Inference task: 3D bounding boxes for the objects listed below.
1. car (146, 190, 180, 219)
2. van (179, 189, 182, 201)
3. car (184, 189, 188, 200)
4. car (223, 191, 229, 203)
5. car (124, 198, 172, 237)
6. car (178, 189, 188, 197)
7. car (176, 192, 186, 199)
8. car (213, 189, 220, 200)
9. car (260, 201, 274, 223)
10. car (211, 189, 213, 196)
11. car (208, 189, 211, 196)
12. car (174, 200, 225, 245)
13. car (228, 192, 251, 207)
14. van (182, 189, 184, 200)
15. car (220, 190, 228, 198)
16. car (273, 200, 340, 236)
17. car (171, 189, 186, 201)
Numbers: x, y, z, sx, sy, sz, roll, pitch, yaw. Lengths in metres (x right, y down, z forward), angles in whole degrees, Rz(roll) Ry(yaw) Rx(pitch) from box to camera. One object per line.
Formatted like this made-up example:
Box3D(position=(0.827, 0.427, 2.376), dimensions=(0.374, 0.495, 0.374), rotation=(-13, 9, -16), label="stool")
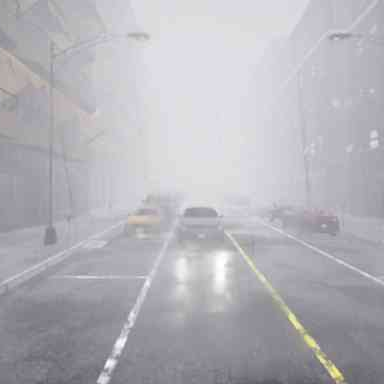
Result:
Box3D(position=(-2.185, 0.976, 22.107), dimensions=(2.192, 1.841, 5.009), rotation=(2, 1, 0), label="car")
Box3D(position=(-2.183, 0.843, 33.165), dimensions=(1.690, 1.788, 3.998), rotation=(2, 1, 0), label="van")
Box3D(position=(-2.179, 0.594, 49.756), dimensions=(2.192, 1.841, 5.009), rotation=(2, 1, 0), label="car")
Box3D(position=(5.694, 0.916, 44.166), dimensions=(1.887, 1.381, 4.507), rotation=(1, 1, 0), label="car")
Box3D(position=(-2.192, 1.271, 16.410), dimensions=(1.752, 1.417, 4.829), rotation=(2, 1, 0), label="car")
Box3D(position=(-2.172, 0.188, 82.936), dimensions=(2.192, 1.841, 5.009), rotation=(1, 1, 0), label="car")
Box3D(position=(-2.181, 0.633, 66.351), dimensions=(1.947, 1.339, 4.313), rotation=(2, 1, 0), label="car")
Box3D(position=(5.670, 0.470, 60.755), dimensions=(2.192, 1.841, 5.009), rotation=(1, 1, 0), label="car")
Box3D(position=(5.688, 1.231, 22.046), dimensions=(2.008, 1.369, 4.403), rotation=(1, 1, 0), label="car")
Box3D(position=(5.669, 0.460, 71.819), dimensions=(1.967, 1.590, 4.097), rotation=(1, 1, 0), label="car")
Box3D(position=(5.668, 0.474, 82.883), dimensions=(1.802, 1.307, 4.206), rotation=(1, 1, 0), label="car")
Box3D(position=(0.352, 1.306, 14.435), dimensions=(1.812, 1.442, 4.674), rotation=(0, 1, 0), label="car")
Box3D(position=(5.693, 0.990, 38.636), dimensions=(1.887, 1.381, 4.507), rotation=(1, 1, 0), label="car")
Box3D(position=(-2.182, 0.767, 38.697), dimensions=(1.690, 1.788, 3.998), rotation=(2, 1, 0), label="van")
Box3D(position=(5.706, 0.738, 49.696), dimensions=(1.967, 1.590, 4.097), rotation=(1, 1, 0), label="car")
Box3D(position=(5.687, 1.306, 16.515), dimensions=(1.887, 1.381, 4.507), rotation=(2, 1, 0), label="car")
Box3D(position=(-2.177, 0.522, 55.286), dimensions=(2.192, 1.841, 5.009), rotation=(2, 1, 0), label="car")
